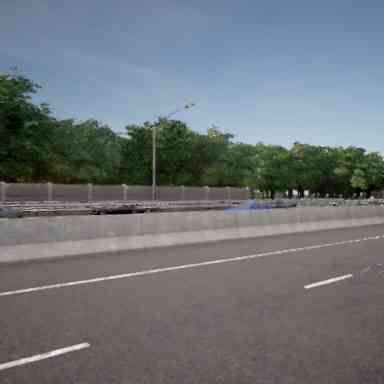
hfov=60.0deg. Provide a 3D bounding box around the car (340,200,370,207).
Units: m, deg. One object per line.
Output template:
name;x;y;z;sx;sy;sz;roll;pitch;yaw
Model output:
car;19.147;1.656;39.027;4.674;1.442;1.812;1;0;-36

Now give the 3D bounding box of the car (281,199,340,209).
car;10.207;1.480;28.456;4.553;1.767;2.097;0;0;-35

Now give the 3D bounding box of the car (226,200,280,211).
car;5.118;1.586;29.135;5.008;1.535;1.882;0;0;-35

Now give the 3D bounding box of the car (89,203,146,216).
car;-6.573;1.661;29.399;4.718;1.301;1.895;0;0;-35

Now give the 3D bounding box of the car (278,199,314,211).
car;13.704;1.710;43.759;4.892;1.490;1.837;1;-1;-35

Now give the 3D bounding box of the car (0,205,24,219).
car;-13.102;1.497;20.443;4.902;1.511;2.128;0;0;-36
